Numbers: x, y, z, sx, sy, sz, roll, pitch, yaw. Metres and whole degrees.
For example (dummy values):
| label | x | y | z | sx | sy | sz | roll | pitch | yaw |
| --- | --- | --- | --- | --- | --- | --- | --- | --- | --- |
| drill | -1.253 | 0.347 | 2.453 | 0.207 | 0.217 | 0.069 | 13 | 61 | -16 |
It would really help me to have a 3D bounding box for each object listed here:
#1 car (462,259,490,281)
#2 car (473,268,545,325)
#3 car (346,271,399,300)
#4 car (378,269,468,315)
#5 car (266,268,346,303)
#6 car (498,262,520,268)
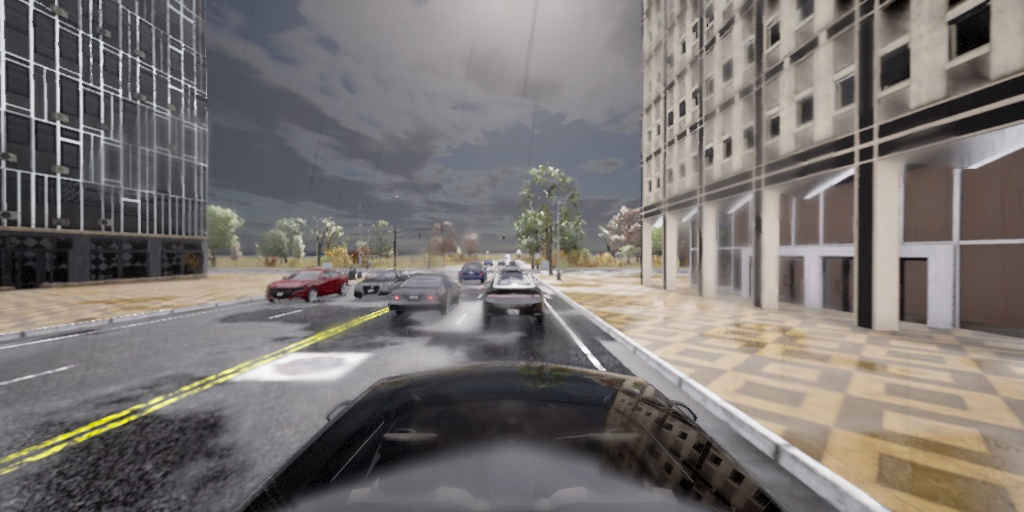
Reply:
| label | x | y | z | sx | sy | sz | roll | pitch | yaw |
| --- | --- | --- | --- | --- | --- | --- | --- | --- | --- |
| car | -3.271 | 1.367 | 30.799 | 2.097 | 1.767 | 4.553 | 0 | 0 | 0 |
| car | 0.050 | 1.342 | 12.261 | 2.128 | 1.511 | 4.902 | 0 | 0 | 0 |
| car | -6.663 | 1.475 | 18.931 | 1.994 | 1.385 | 4.181 | 0 | -1 | 0 |
| car | -3.201 | 1.414 | 14.160 | 2.033 | 1.411 | 5.357 | 0 | -1 | 0 |
| car | -9.910 | 1.379 | 17.799 | 1.882 | 1.535 | 5.008 | 0 | -1 | 0 |
| car | -0.021 | 1.518 | 30.732 | 1.837 | 1.490 | 4.892 | 0 | -1 | 0 |
